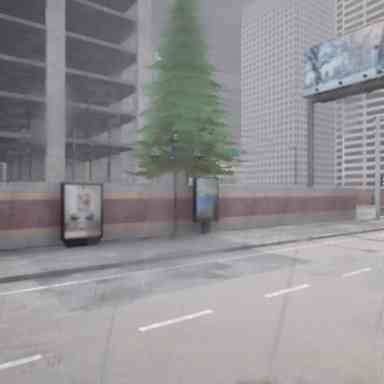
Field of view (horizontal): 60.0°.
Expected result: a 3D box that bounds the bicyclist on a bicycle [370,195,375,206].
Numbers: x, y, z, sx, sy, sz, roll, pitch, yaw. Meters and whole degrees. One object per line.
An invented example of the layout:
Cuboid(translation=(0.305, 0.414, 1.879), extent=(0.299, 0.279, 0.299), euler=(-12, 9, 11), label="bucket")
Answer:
Cuboid(translation=(27.575, 1.297, 50.735), extent=(1.656, 1.620, 0.582), euler=(0, 0, -35), label="bicyclist on a bicycle")
